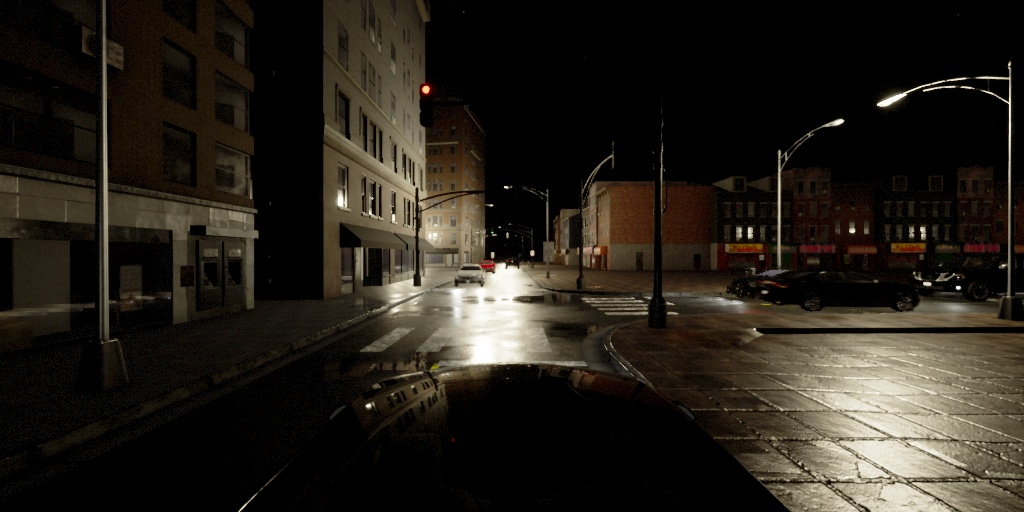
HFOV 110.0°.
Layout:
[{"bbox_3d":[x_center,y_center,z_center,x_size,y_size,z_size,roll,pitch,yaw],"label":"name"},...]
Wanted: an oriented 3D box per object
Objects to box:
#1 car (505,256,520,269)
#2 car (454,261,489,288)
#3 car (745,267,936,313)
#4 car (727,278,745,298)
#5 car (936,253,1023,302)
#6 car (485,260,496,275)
[{"bbox_3d":[0.075,0.995,57.450,2.150,2.045,5.566,0,-1,0],"label":"car"},{"bbox_3d":[-2.753,1.281,24.252,1.812,1.442,4.674,0,0,-1],"label":"car"},{"bbox_3d":[11.871,1.185,13.249,5.008,1.535,1.882,0,0,2],"label":"car"},{"bbox_3d":[12.043,1.264,15.994,4.181,1.385,1.994,0,0,0],"label":"car"},{"bbox_3d":[21.320,0.887,16.044,5.566,2.045,2.150,0,0,0],"label":"car"},{"bbox_3d":[-2.839,1.242,40.439,1.882,1.535,5.008,0,0,0],"label":"car"}]
